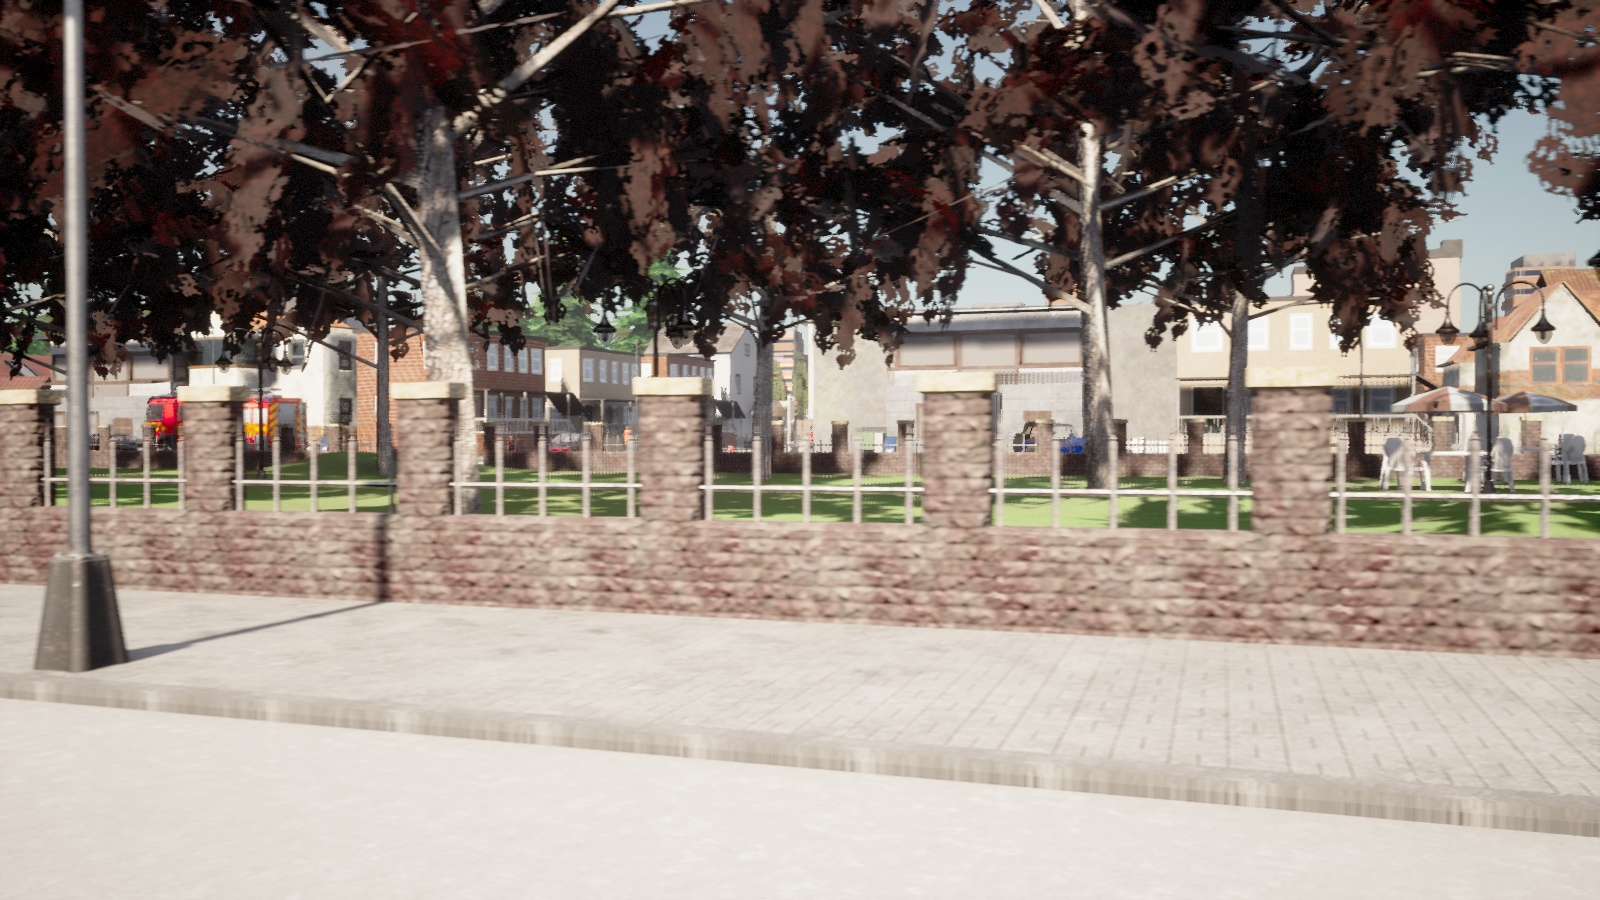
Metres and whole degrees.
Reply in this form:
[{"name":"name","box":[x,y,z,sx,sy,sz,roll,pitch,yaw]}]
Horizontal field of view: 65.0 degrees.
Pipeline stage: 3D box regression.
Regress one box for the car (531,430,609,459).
[{"name":"car","box":[-12.623,-0.331,69.352,2.163,1.488,4.792,1,1,19]}]

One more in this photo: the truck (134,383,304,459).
[{"name":"truck","box":[-30.551,-1.509,65.995,8.468,3.827,2.891,1,1,19]}]

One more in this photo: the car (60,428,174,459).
[{"name":"car","box":[-34.245,-0.354,62.989,4.902,1.511,2.128,0,1,16]}]

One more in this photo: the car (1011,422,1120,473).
[{"name":"car","box":[10.164,-0.109,48.060,3.866,1.878,1.905,1,1,19]}]
